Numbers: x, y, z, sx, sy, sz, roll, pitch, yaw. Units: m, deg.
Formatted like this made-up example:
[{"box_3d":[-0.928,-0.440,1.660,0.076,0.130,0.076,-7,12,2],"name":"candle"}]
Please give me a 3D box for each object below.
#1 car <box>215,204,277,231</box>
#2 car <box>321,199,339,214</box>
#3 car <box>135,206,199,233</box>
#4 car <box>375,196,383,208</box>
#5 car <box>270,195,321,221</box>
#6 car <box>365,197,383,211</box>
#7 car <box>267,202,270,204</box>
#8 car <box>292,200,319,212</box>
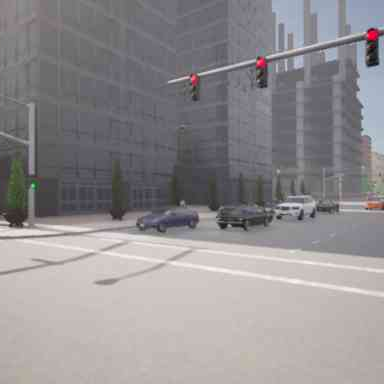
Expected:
[{"box_3d":[3.471,1.682,21.378,1.895,1.301,4.718,0,0,36],"name":"car"},{"box_3d":[15.291,1.619,37.739,1.882,1.535,5.008,0,0,36],"name":"car"},{"box_3d":[-1.399,1.615,20.623,1.812,1.442,4.674,0,0,38],"name":"car"},{"box_3d":[30.228,1.534,52.156,2.097,1.767,4.553,0,0,36],"name":"car"},{"box_3d":[9.184,1.331,29.292,2.150,2.045,5.566,0,0,36],"name":"car"},{"box_3d":[24.298,1.504,43.924,2.097,1.767,4.553,0,0,36],"name":"car"},{"box_3d":[8.829,1.633,34.780,2.128,1.511,4.902,0,0,36],"name":"car"},{"box_3d":[14.681,1.772,42.860,1.895,1.301,4.718,0,0,36],"name":"car"}]
